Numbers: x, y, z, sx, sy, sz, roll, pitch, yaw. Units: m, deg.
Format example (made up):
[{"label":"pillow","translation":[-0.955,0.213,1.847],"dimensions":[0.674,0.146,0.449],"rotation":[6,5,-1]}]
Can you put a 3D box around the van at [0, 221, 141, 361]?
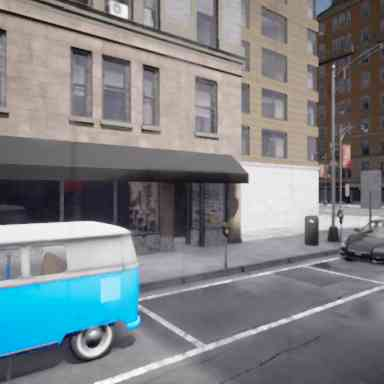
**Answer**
[{"label":"van","translation":[-2.651,1.341,4.298],"dimensions":[3.998,1.788,1.690],"rotation":[0,0,-35]}]

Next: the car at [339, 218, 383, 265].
[{"label":"car","translation":[6.575,1.539,10.865],"dimensions":[4.403,1.369,2.008],"rotation":[0,0,-35]}]
